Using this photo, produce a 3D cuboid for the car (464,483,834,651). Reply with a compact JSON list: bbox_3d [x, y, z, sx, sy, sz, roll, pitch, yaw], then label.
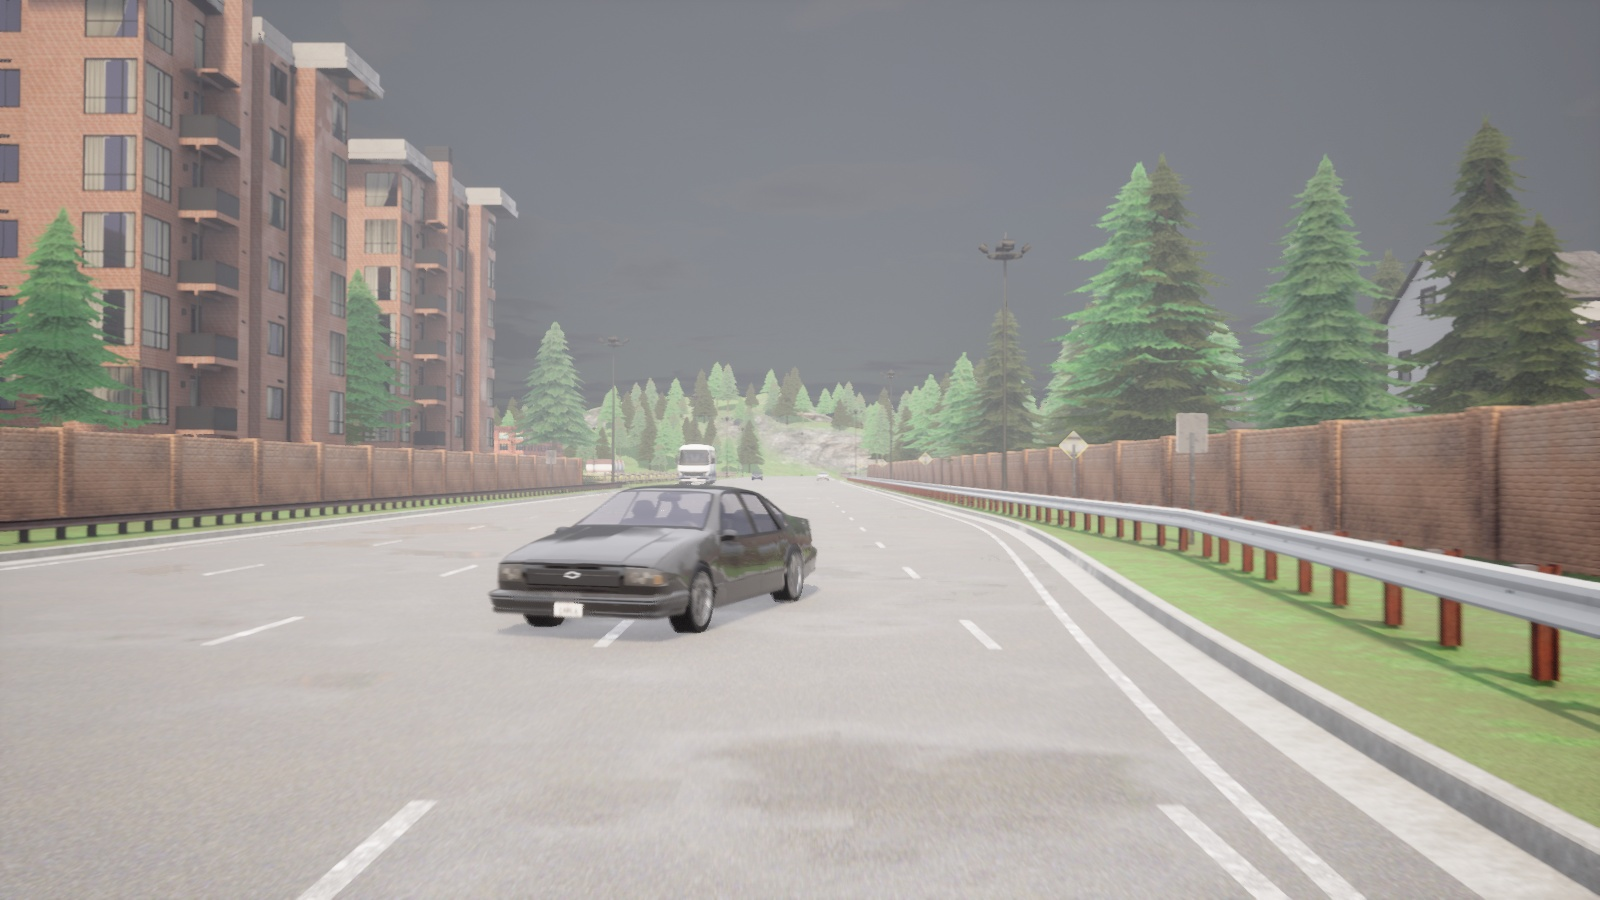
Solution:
[{"bbox_3d":[-1.337,1.102,13.870,2.033,1.411,5.357,-1,-1,17],"label":"car"}]
